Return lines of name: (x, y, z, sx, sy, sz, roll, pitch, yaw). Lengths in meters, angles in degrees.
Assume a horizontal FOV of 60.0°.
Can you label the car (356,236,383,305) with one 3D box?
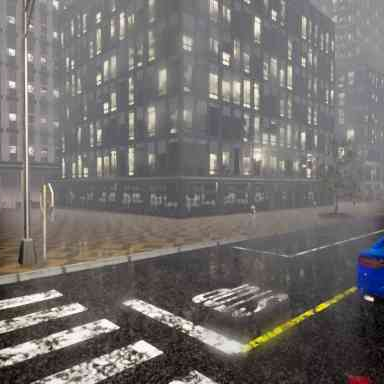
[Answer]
car: (5.190, 1.388, 6.973, 5.008, 1.535, 1.882, -1, 1, -44)
